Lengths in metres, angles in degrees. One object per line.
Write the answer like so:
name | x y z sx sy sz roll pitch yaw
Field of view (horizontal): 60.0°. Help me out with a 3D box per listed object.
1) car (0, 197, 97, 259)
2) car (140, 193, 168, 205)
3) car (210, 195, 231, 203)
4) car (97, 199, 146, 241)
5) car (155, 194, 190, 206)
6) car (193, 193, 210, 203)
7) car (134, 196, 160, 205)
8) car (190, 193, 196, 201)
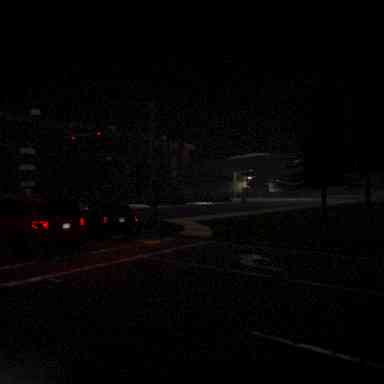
car | -6.415 1.223 12.821 5.566 2.045 2.150 0 0 36
car | -6.079 1.219 56.815 2.150 2.045 5.566 0 0 35
car | 6.172 1.493 68.068 1.837 1.490 4.892 0 1 35
car | -4.534 1.350 17.154 2.097 1.767 4.553 0 0 -37
car | -3.156 1.546 54.905 2.033 1.411 5.357 0 0 35
car | 2.945 1.495 69.557 1.837 1.490 4.892 0 0 35
car | -8.056 1.502 60.055 1.837 1.490 4.892 0 0 35
car | 0.892 1.215 72.726 2.150 2.045 5.566 0 0 35
